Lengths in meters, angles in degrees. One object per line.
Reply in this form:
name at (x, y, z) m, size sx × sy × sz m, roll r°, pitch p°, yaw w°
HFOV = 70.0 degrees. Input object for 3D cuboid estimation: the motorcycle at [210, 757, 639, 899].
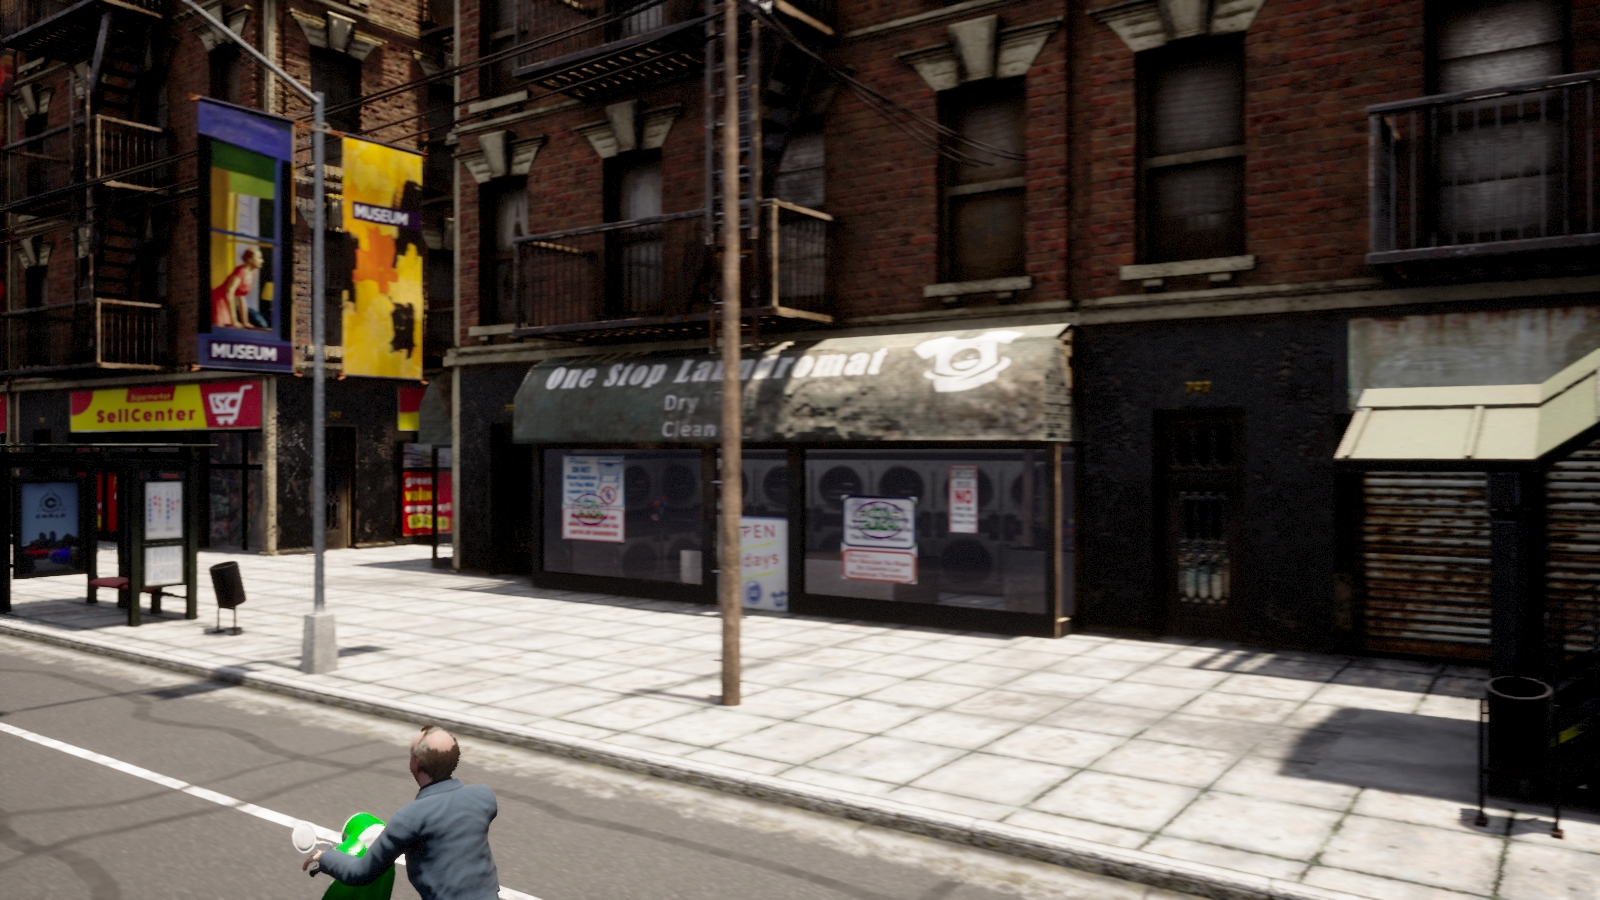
motorcycle at (-1.659, 2.182, 4.944) m, size 1.805 × 1.236 × 0.856 m, roll 0°, pitch 0°, yaw 35°
